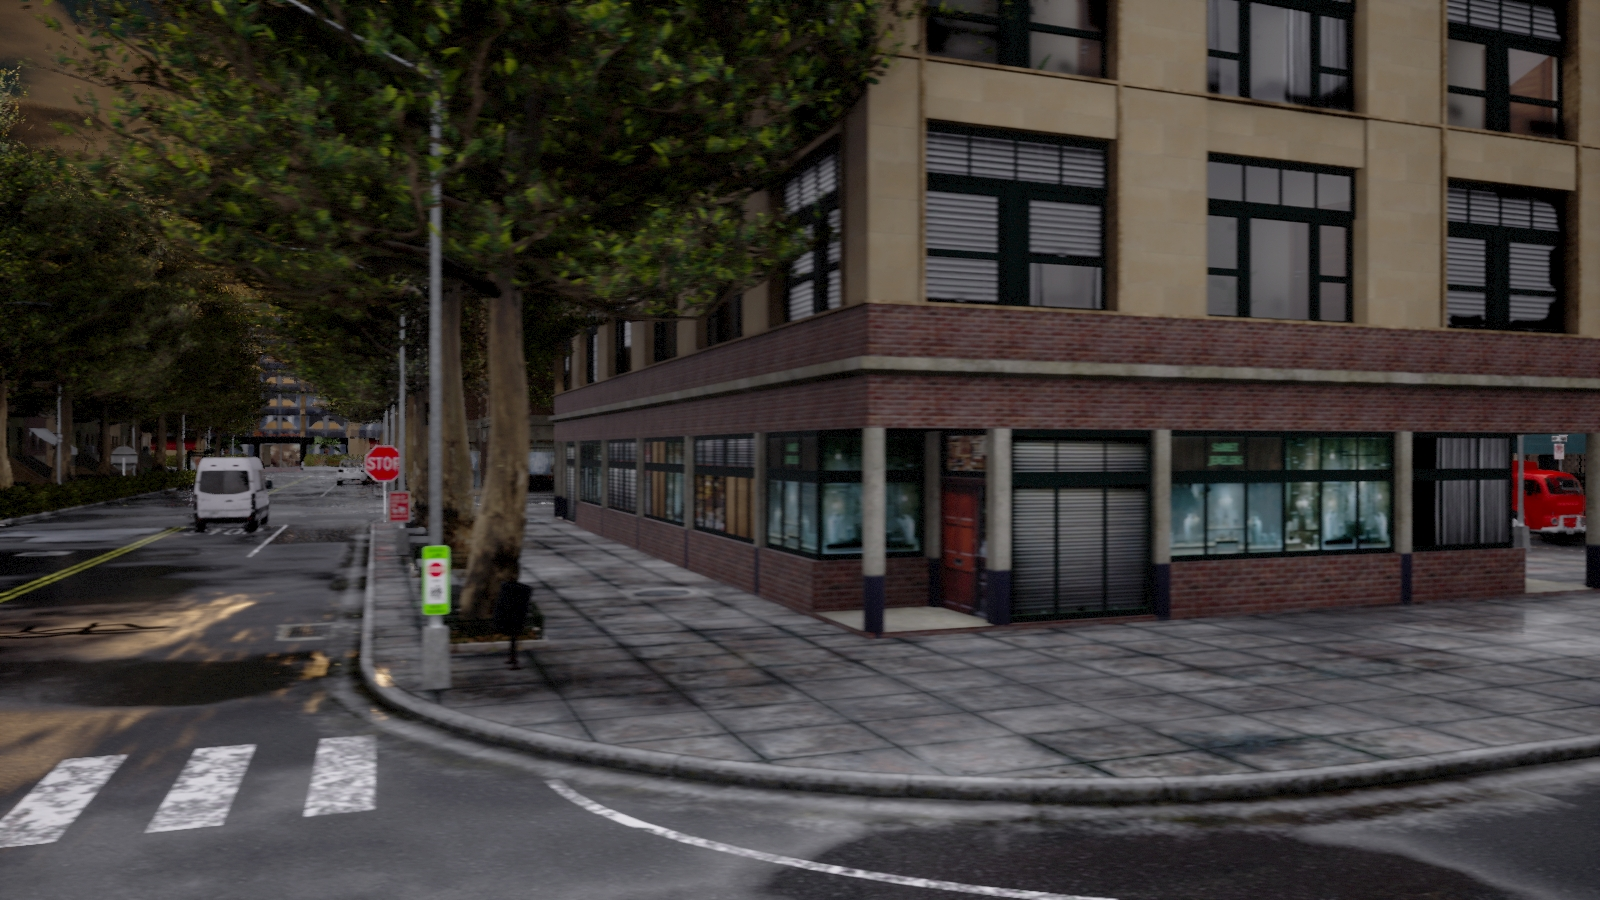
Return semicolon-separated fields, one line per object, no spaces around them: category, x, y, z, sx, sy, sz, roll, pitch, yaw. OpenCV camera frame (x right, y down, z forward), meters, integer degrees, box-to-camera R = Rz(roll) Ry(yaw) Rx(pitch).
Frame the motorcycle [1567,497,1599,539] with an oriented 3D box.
motorcycle;25.610;2.169;36.036;0.764;1.277;2.356;0;0;-20

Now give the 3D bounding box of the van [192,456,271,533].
van;-20.814;1.535;42.036;1.988;2.561;5.915;0;0;-20
